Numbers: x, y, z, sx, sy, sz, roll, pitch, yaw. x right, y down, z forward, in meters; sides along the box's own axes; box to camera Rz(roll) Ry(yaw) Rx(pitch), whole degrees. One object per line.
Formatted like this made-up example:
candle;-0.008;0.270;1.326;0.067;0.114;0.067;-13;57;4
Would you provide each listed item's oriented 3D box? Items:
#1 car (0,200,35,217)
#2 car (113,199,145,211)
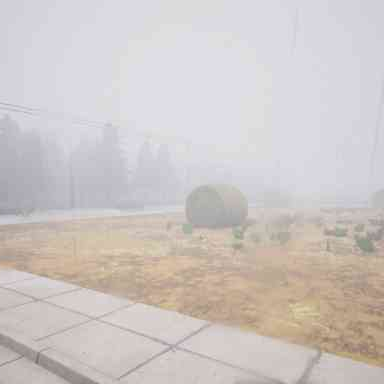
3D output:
car;-16.691;1.518;29.774;2.128;1.511;4.902;0;0;37
car;-7.818;1.590;41.734;1.994;1.385;4.181;0;0;37
